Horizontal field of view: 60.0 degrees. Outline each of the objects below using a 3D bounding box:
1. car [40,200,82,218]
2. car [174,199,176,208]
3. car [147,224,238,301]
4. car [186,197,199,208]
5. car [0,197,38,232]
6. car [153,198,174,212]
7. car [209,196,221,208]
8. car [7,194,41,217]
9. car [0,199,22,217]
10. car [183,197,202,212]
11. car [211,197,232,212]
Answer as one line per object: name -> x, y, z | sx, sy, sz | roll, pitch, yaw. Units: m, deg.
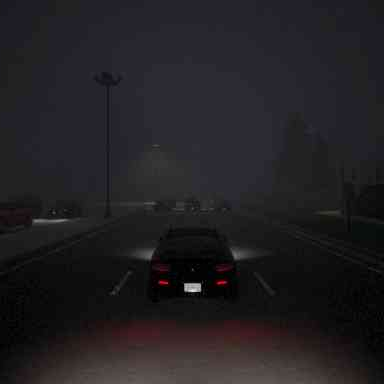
car -> -11.439, 1.505, 30.015 | 1.837, 1.490, 4.892 | 0, 0, 0
car -> -3.401, 1.564, 49.235 | 1.994, 1.385, 4.181 | 0, 0, 0
car -> 0.017, 1.526, 8.198 | 1.812, 1.442, 4.674 | 0, 0, 0
car -> 0.099, 1.505, 49.228 | 1.837, 1.490, 4.892 | 0, 0, 0
car -> -11.465, 1.352, 19.841 | 2.097, 1.767, 4.553 | 0, 0, 0
car -> -3.421, 1.526, 39.232 | 1.812, 1.442, 4.674 | 0, 0, 0
car -> 3.599, 1.352, 49.191 | 2.097, 1.767, 4.553 | 0, 0, 0
car -> -14.942, 1.221, 28.776 | 2.150, 2.045, 5.566 | 0, 0, 0
car -> -18.436, 1.505, 31.840 | 1.837, 1.490, 4.892 | 0, 0, 0
car -> 0.078, 1.505, 38.808 | 1.837, 1.490, 4.892 | 0, 0, 0
car -> 3.579, 1.601, 39.247 | 1.895, 1.301, 4.718 | 0, 0, 0
